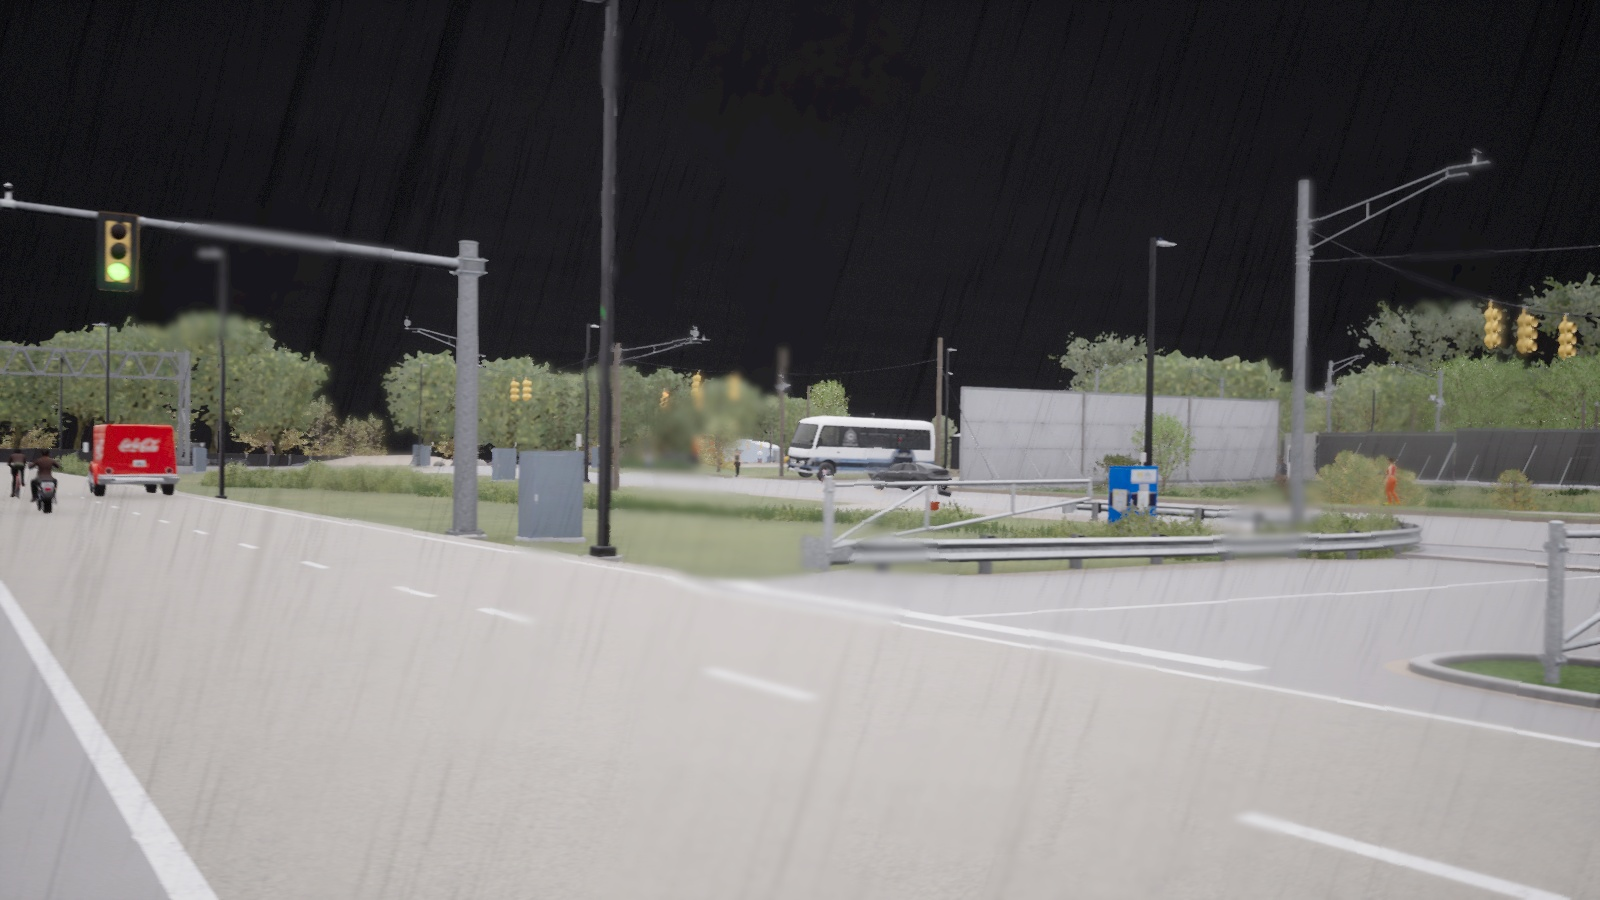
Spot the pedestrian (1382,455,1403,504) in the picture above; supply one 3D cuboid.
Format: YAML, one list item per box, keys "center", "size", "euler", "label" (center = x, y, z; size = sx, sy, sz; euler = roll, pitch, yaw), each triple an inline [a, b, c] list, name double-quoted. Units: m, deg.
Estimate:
- center: [22.606, 1.121, 47.904]
  size: [0.345, 1.836, 0.594]
  euler: [0, 1, -37]
  label: "pedestrian"

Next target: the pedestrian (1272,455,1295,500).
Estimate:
- center: [20.195, 1.155, 52.446]
  size: [0.540, 1.848, 0.694]
  euler: [0, 1, -34]
  label: "pedestrian"

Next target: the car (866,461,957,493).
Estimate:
- center: [5.568, 1.317, 63.052]
  size: [1.837, 1.490, 4.892]
  euler: [0, 0, -35]
  label: "car"

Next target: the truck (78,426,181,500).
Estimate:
- center: [-23.848, 0.446, 44.565]
  size: [2.627, 2.467, 5.204]
  euler: [0, 0, -35]
  label: "truck"

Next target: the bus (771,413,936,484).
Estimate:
- center: [3.641, -0.078, 84.507]
  size: [10.273, 4.253, 3.944]
  euler: [2, 2, -29]
  label: "bus"

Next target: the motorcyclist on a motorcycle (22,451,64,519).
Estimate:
- center: [-19.253, 0.859, 31.921]
  size: [0.766, 1.649, 2.350]
  euler: [0, 0, -35]
  label: "motorcyclist on a motorcycle"
